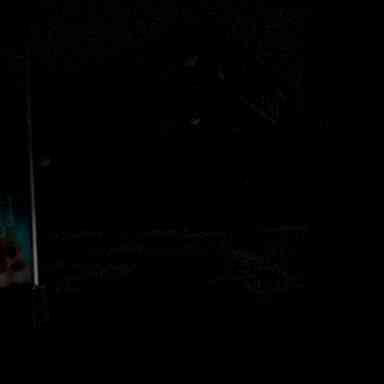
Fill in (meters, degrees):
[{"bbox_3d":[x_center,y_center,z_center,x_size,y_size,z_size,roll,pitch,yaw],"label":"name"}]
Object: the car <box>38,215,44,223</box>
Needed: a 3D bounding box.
[{"bbox_3d":[-21.581,3.580,42.715,1.895,1.301,4.718,-5,3,28],"label":"car"}]
